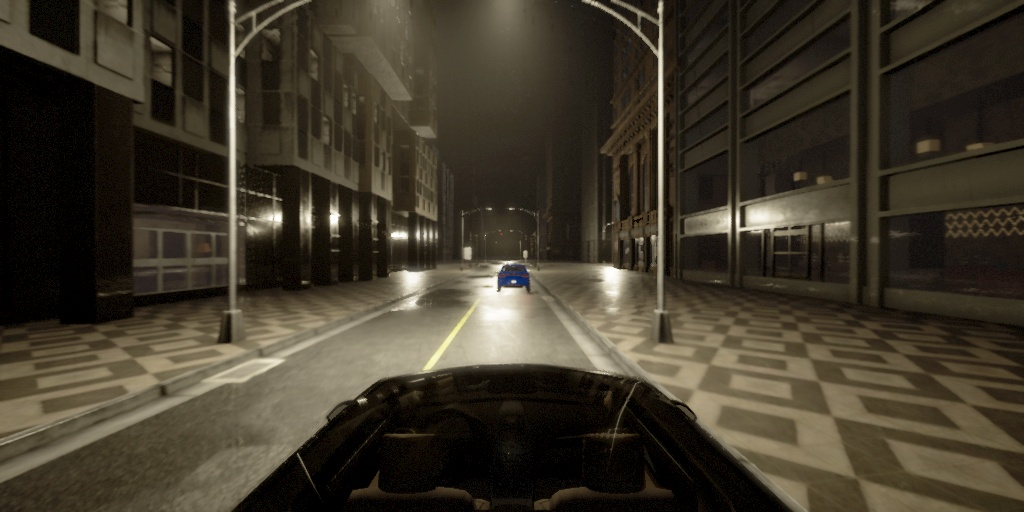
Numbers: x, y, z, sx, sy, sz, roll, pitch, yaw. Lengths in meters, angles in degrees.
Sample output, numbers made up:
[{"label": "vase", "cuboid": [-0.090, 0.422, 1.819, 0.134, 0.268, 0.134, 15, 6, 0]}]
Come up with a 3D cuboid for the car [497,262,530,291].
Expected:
[{"label": "car", "cuboid": [0.094, 1.239, 21.863, 1.882, 1.535, 5.008, 0, 0, 0]}]
